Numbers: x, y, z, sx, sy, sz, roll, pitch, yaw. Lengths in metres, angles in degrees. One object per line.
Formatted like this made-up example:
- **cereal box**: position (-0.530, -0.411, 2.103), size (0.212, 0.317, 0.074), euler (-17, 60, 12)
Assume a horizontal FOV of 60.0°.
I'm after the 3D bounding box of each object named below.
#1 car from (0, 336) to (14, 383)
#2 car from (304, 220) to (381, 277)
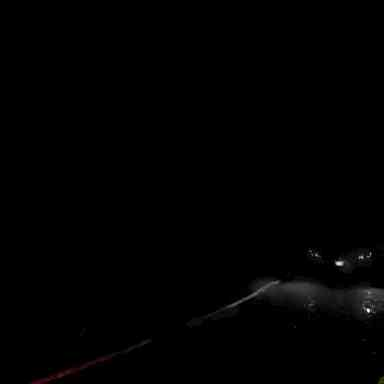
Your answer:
- **car**: position (-3.441, 1.510, 1.205), size (5.008, 1.535, 1.882), euler (1, -1, -38)
- **car**: position (5.011, 1.737, 11.133), size (1.837, 1.490, 4.892), euler (-3, -3, 26)
